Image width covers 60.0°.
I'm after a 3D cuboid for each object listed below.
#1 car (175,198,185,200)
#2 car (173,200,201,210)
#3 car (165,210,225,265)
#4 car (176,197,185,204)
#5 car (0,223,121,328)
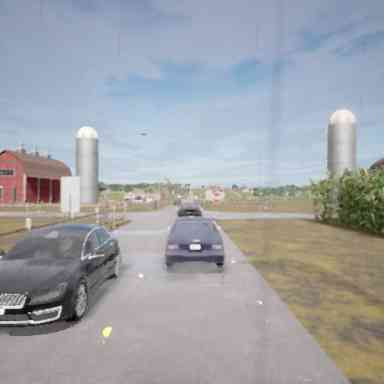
[{"bbox_3d":[-2.834,2.062,67.357,1.837,1.490,4.892,0,0,0],"label":"car"},{"bbox_3d":[-0.332,1.622,26.774,1.837,1.490,4.892,0,0,-6],"label":"car"},{"bbox_3d":[0.081,1.574,11.671,2.033,1.411,5.357,0,0,0],"label":"car"},{"bbox_3d":[-2.847,2.164,82.811,2.097,1.767,4.553,0,-1,0],"label":"car"},{"bbox_3d":[-2.853,1.517,7.333,1.837,1.490,4.892,0,0,0],"label":"car"}]
